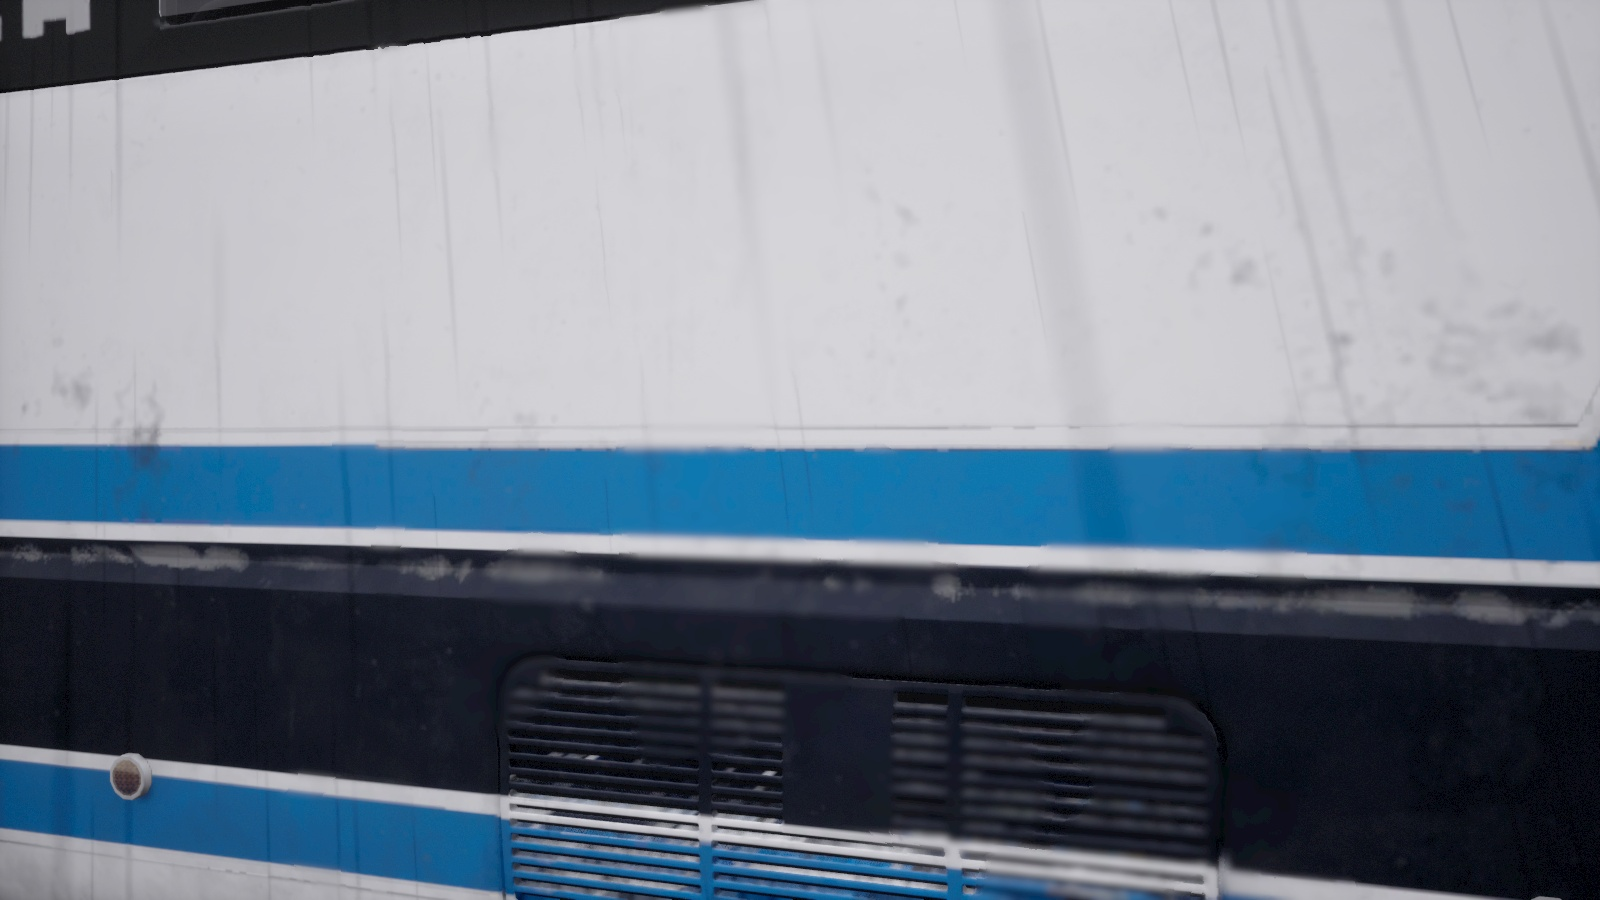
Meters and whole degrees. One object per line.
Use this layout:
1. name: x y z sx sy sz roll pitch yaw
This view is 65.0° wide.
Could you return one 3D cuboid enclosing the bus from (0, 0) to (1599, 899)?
1. bus: -0.127 -0.610 3.748 10.273 4.253 3.944 1 1 19
